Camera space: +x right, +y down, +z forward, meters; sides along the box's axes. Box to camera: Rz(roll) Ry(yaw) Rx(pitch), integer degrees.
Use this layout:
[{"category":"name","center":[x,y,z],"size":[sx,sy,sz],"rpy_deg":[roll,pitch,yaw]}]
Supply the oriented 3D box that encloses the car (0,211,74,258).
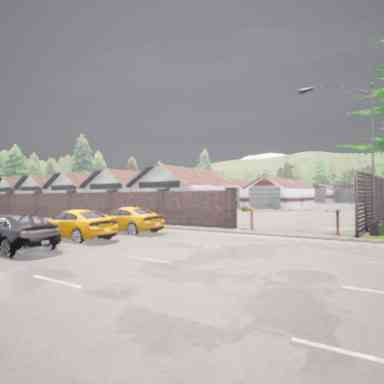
[{"category":"car","center":[-7.309,1.649,13.521],"size":[4.902,1.511,2.128],"rpy_deg":[-1,0,36]}]

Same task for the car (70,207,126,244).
[{"category":"car","center":[-5.900,1.642,16.817],"size":[5.008,1.535,1.882],"rpy_deg":[0,0,36]}]

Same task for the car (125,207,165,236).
[{"category":"car","center":[-3.891,1.642,19.684],"size":[5.008,1.535,1.882],"rpy_deg":[0,0,36]}]
